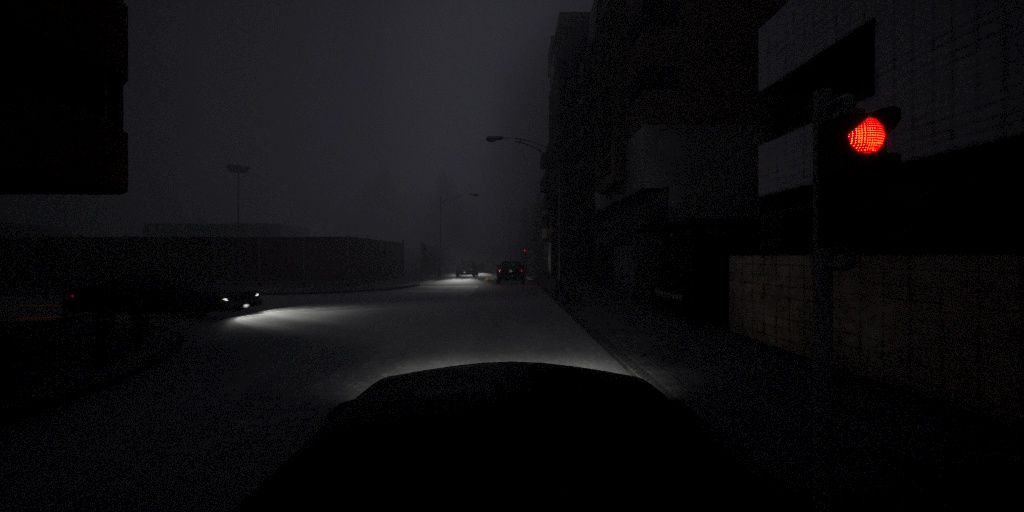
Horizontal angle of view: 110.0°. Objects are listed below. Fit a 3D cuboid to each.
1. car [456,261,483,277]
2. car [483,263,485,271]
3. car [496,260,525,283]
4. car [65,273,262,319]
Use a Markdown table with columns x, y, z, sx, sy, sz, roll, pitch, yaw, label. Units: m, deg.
| x | y | z | sx | sy | sz | roll | pitch | yaw | label |
| --- | --- | --- | --- | --- | --- | --- | --- | --- | --- |
| -4.409 | 1.241 | 35.652 | 2.128 | 1.511 | 4.902 | 0 | 0 | 0 | car |
| -4.476 | 1.351 | 45.766 | 1.895 | 1.301 | 4.718 | 0 | 0 | 0 | car |
| -0.106 | 1.102 | 27.782 | 2.097 | 1.767 | 4.553 | 0 | 0 | -1 | car |
| -11.681 | 1.297 | 12.202 | 5.357 | 1.411 | 2.033 | 0 | 0 | 1 | car |
